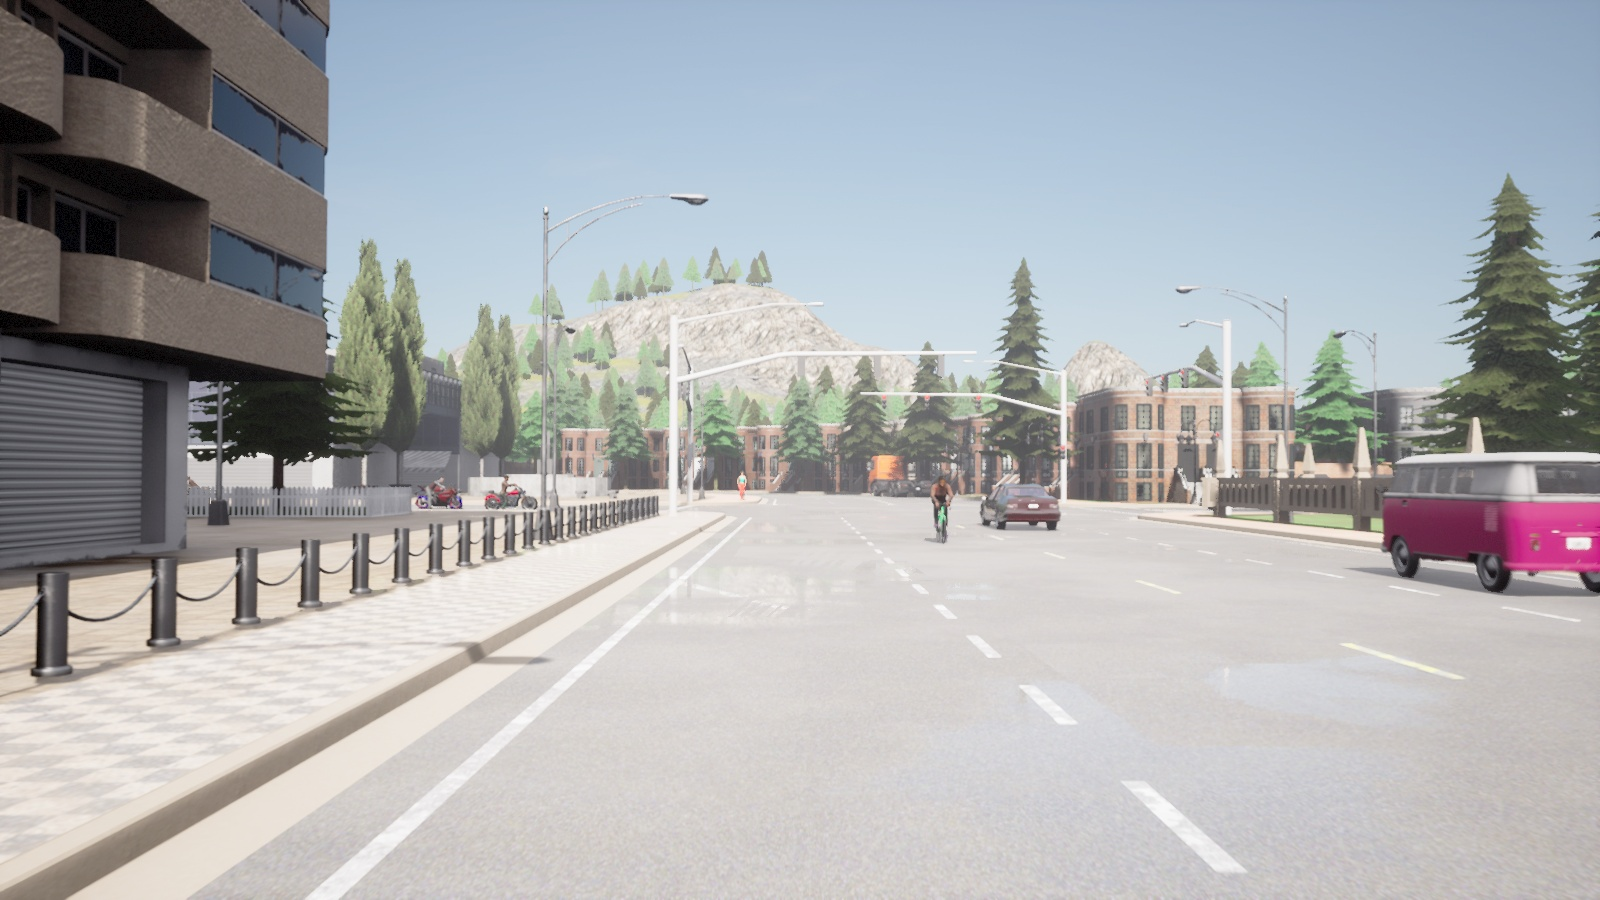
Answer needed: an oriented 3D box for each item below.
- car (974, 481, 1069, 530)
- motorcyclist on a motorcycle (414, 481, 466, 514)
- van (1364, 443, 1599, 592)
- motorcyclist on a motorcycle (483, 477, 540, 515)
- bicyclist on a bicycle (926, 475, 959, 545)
[{"bbox_3d":[6.901,1.709,39.650,2.033,1.411,5.357,0,-1,0],"label":"car"},{"bbox_3d":[-16.847,2.210,58.757,2.191,1.530,0.866,0,-1,0],"label":"motorcyclist on a motorcycle"},{"bbox_3d":[10.452,0.949,19.020,1.775,1.987,4.442,0,-1,0],"label":"van"},{"bbox_3d":[-12.679,2.032,55.274,2.350,1.649,0.766,0,-1,0],"label":"motorcyclist on a motorcycle"},{"bbox_3d":[3.398,1.419,30.038,0.582,1.620,1.656,0,-1,-1],"label":"bicyclist on a bicycle"}]
